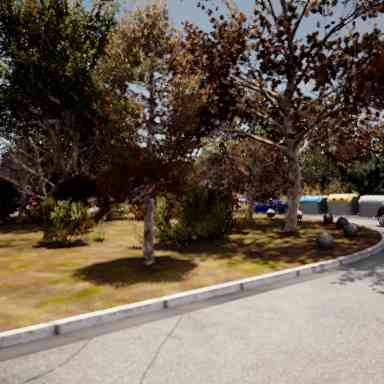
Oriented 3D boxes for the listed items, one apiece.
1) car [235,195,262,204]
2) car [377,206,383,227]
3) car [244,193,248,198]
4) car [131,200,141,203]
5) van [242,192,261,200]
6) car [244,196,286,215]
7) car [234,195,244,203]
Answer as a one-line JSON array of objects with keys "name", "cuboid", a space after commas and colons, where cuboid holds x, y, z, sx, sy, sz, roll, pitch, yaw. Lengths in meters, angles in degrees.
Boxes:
[{"name": "car", "cuboid": [10.411, 1.410, 61.604, 2.097, 1.535, 5.008, -1, 1, -35]}, {"name": "car", "cuboid": [11.399, 1.237, 16.904, 2.128, 1.511, 4.902, 2, 0, 2]}, {"name": "car", "cuboid": [8.228, 1.494, 60.086, 2.002, 1.452, 4.674, -1, 1, -35]}, {"name": "car", "cuboid": [-11.028, 1.733, 62.680, 2.163, 1.488, 4.792, -1, 1, -35]}, {"name": "van", "cuboid": [14.384, 0.974, 80.130, 1.878, 1.987, 4.442, -1, 1, -35]}, {"name": "car", "cuboid": [7.914, 1.508, 33.456, 1.882, 1.535, 5.008, 3, -3, -33]}, {"name": "car", "cuboid": [5.820, 1.252, 58.448, 2.435, 2.045, 5.566, -1, 1, -35]}]
